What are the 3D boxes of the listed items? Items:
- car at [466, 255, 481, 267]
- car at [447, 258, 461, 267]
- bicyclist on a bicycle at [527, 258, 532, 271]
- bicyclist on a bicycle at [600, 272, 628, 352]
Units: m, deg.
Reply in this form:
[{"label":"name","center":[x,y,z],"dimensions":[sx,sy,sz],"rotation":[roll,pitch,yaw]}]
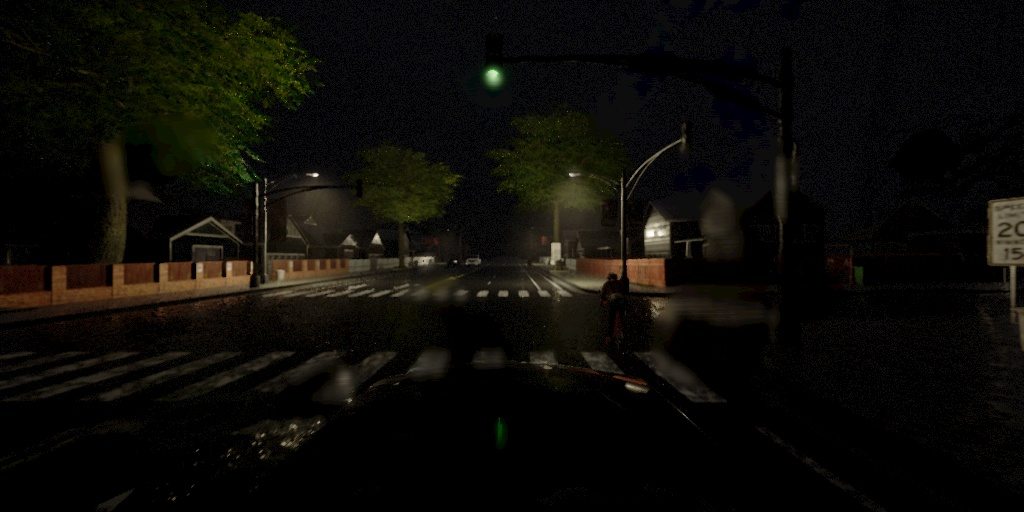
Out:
[{"label":"car","center":[-6.505,0.801,60.731],"dimensions":[2.150,2.045,5.566],"rotation":[0,0,0]},{"label":"car","center":[-9.754,1.126,60.761],"dimensions":[2.033,1.411,5.357],"rotation":[0,0,0]},{"label":"bicyclist on a bicycle","center":[2.248,1.079,45.910],"dimensions":[0.582,1.620,1.656],"rotation":[0,0,0]},{"label":"bicyclist on a bicycle","center":[2.251,1.188,7.920],"dimensions":[0.582,1.620,1.656],"rotation":[0,0,0]}]
